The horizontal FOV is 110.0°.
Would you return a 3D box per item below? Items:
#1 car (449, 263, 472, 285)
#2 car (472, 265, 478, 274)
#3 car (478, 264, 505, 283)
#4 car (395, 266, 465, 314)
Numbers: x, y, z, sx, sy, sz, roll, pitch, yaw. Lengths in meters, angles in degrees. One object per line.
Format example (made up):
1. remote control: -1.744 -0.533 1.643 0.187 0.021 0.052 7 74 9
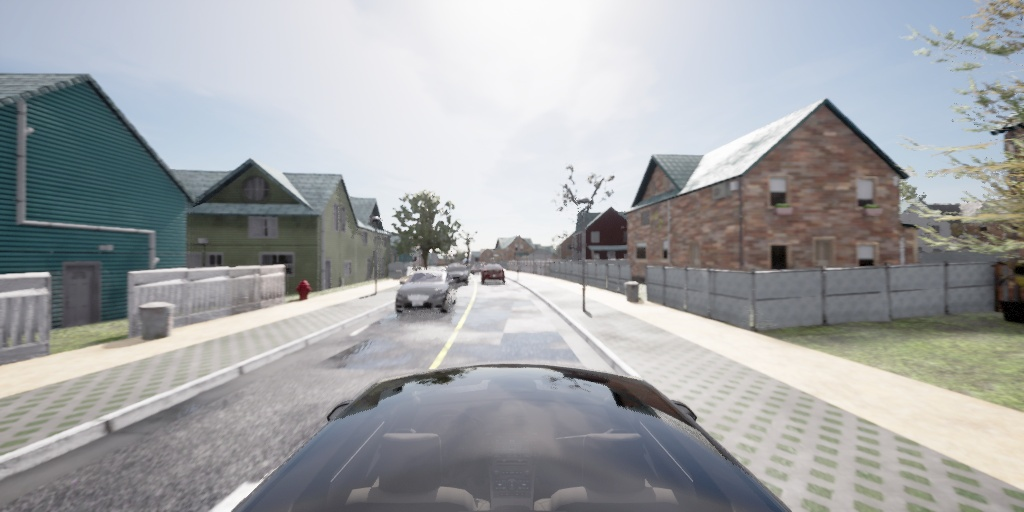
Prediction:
1. car: -4.248 1.437 27.742 1.837 1.490 4.892 0 -1 -5
2. car: -4.650 1.834 49.634 1.895 1.301 4.718 0 -1 -11
3. car: -1.681 1.431 30.664 1.882 1.535 5.008 0 -1 -6
4. car: -3.248 1.324 14.283 2.128 1.511 4.902 0 0 -3
